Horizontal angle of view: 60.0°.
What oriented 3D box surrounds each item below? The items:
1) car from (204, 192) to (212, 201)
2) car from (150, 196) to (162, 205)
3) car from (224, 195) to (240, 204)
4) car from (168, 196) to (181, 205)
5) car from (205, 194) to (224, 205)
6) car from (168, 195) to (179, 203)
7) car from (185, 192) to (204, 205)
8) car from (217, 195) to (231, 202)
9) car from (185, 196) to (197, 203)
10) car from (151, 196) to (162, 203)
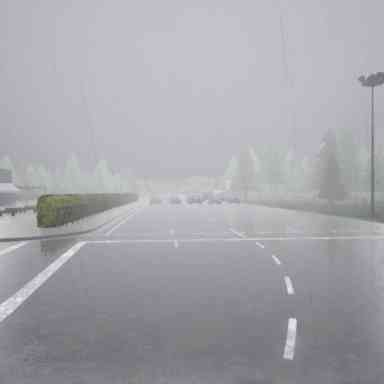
[{"bbox_3d":[3.149,1.041,69.661,2.150,2.045,5.566,0,0,-5],"label":"car"},{"bbox_3d":[-6.560,1.553,60.359,1.994,1.385,4.181,0,0,-5],"label":"car"},{"bbox_3d":[7.455,1.489,60.809,1.837,1.490,4.892,0,0,-5],"label":"car"},{"bbox_3d":[-3.006,1.589,59.904,1.895,1.301,4.718,0,0,-5],"label":"car"},{"bbox_3d":[4.004,1.586,60.112,1.895,1.301,4.718,0,0,-5],"label":"car"},{"bbox_3d":[-3.820,1.478,69.007,2.128,1.511,4.902,0,0,-5],"label":"car"},{"bbox_3d":[0.486,1.338,60.156,2.097,1.767,4.553,0,0,-5],"label":"car"},{"bbox_3d":[6.638,1.340,69.943,2.128,1.511,4.902,0,0,-5],"label":"car"},{"bbox_3d":[-0.334,1.532,69.319,2.033,1.411,5.357,0,0,-5],"label":"car"},{"bbox_3d":[-7.306,1.551,68.696,1.994,1.385,4.181,0,0,-5],"label":"car"}]
